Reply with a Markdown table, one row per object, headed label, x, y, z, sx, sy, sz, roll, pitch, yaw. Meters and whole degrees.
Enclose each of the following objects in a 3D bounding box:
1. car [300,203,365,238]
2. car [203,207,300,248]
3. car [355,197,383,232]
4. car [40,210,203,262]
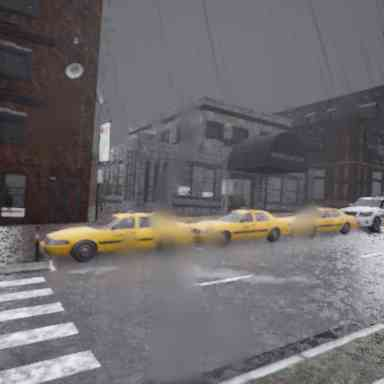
| label | x | y | z | sx | sy | sz | roll | pitch | yaw |
| --- | --- | --- | --- | --- | --- | --- | --- | --- | --- |
| car | 6.781 | 1.524 | 18.006 | 5.366 | 1.575 | 1.946 | 1 | 0 | -33 |
| car | 2.158 | 1.476 | 14.981 | 5.366 | 1.575 | 1.946 | 1 | 0 | -33 |
| car | 11.645 | 1.326 | 21.184 | 5.566 | 2.045 | 2.435 | 1 | 0 | -33 |
| car | -2.469 | 1.431 | 11.966 | 5.366 | 1.575 | 1.946 | 1 | 0 | -33 |
